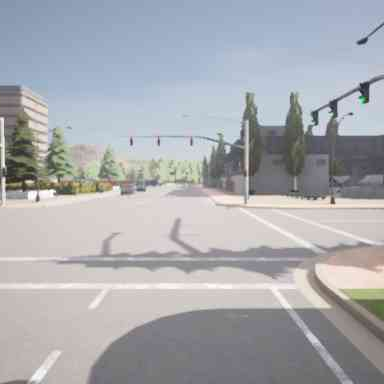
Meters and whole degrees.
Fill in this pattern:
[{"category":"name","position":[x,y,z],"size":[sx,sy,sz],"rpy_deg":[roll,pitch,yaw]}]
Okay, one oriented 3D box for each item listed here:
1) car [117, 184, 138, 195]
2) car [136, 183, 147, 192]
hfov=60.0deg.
[{"category":"car","position":[-10.894,-0.227,56.339],"size":[1.837,1.490,4.892],"rpy_deg":[0,2,0]},{"category":"car","position":[-10.933,-0.615,71.627],"size":[1.895,1.301,4.718],"rpy_deg":[0,2,0]}]
